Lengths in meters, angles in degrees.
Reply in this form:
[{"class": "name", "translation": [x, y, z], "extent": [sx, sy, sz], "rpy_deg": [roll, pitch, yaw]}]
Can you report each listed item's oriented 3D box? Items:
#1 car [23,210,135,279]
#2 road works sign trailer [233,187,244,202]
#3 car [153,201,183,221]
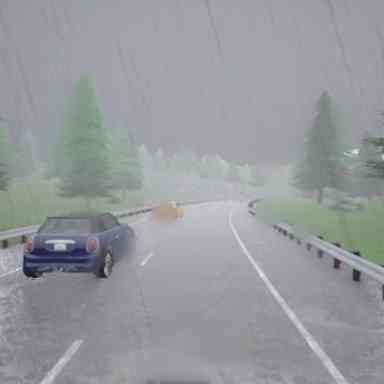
[{"class": "car", "translation": [-3.151, 1.362, 10.257], "extent": [2.097, 1.767, 4.553], "rpy_deg": [0, 0, 2]}, {"class": "road works sign trailer", "translation": [11.016, 0.576, 77.657], "extent": [2.380, 3.560, 2.880], "rpy_deg": [0, 0, 17]}, {"class": "car", "translation": [-1.920, 1.513, 28.020], "extent": [1.882, 1.535, 5.008], "rpy_deg": [0, 0, 6]}]
